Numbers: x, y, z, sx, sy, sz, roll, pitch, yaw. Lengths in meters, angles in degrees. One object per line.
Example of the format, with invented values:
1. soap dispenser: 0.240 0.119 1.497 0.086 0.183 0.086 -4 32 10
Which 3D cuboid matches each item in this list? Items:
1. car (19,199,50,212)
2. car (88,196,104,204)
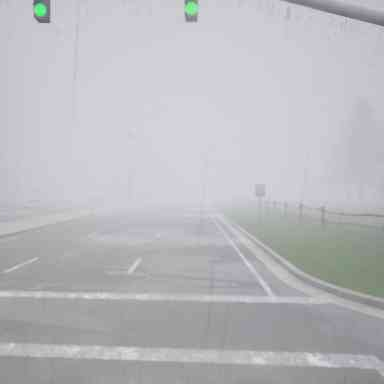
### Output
1. car: -18.526 1.579 39.358 1.812 1.442 4.674 0 1 0
2. car: -18.186 1.479 63.211 1.882 1.535 5.008 0 0 2
